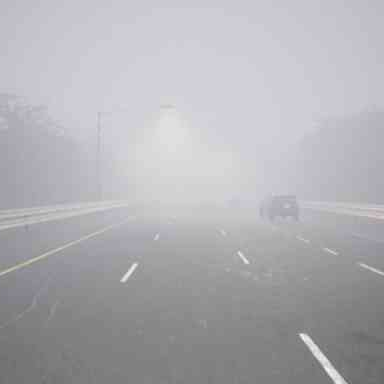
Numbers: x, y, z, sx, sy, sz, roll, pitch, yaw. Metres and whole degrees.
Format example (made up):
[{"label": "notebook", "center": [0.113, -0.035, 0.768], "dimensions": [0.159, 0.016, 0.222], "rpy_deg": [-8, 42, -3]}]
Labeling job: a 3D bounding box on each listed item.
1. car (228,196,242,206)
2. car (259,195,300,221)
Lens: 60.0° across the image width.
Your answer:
[{"label": "car", "center": [7.141, 1.536, 55.498], "dimensions": [1.882, 1.535, 5.008], "rpy_deg": [0, 0, 0]}, {"label": "car", "center": [7.031, 1.238, 27.166], "dimensions": [2.150, 2.045, 5.566], "rpy_deg": [0, 0, 0]}]
